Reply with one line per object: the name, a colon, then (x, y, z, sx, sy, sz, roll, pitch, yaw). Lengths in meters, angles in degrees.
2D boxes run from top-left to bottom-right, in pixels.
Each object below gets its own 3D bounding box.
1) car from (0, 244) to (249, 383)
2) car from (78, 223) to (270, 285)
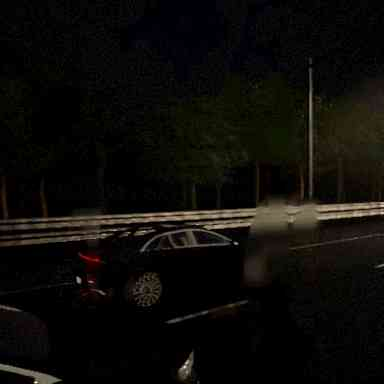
car: (-2.163, 1.492, 2.203, 4.902, 1.511, 2.128, 0, 0, -35)
car: (-0.237, 1.487, 7.869, 4.902, 1.511, 2.128, 0, 0, -35)
